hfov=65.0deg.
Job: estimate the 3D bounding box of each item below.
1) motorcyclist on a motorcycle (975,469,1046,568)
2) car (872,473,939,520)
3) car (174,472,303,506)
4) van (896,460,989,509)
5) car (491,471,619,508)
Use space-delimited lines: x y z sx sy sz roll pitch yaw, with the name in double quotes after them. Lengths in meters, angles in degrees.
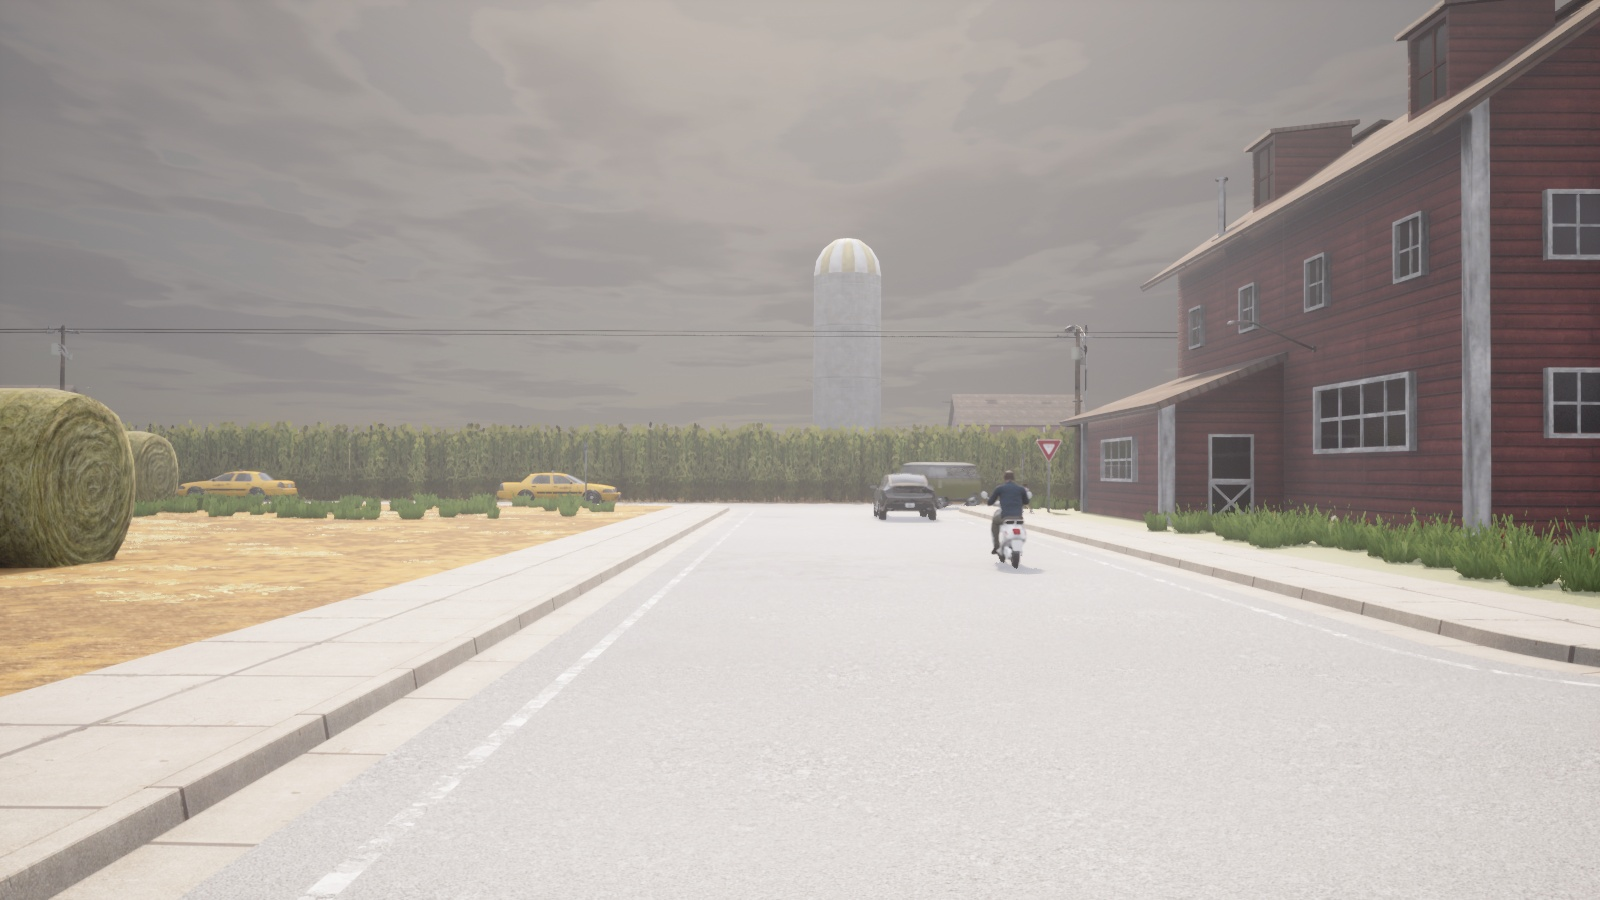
3.498 1.111 21.023 0.866 1.590 1.817 0 -1 0 "motorcyclist on a motorcycle"
3.489 1.516 42.173 1.837 1.490 4.892 0 -1 0 "car"
-26.698 1.868 59.832 5.366 1.575 1.801 0 -1 1 "car"
6.127 1.461 53.677 1.775 1.987 4.442 -2 -2 40 "van"
-10.899 1.756 56.101 5.366 1.575 1.801 0 -1 1 "car"
